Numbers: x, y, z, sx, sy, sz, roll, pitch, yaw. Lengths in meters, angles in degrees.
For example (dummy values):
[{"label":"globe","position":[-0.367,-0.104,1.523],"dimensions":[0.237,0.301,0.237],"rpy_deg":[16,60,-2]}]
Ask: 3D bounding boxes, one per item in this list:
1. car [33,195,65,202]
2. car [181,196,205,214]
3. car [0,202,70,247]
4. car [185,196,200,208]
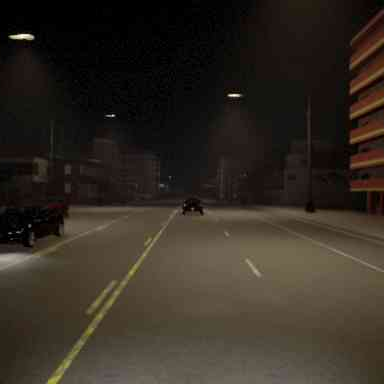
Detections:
[{"label":"car","position":[-10.558,1.141,23.909],"dimensions":[2.097,1.767,4.553],"rpy_deg":[0,1,0]},{"label":"car","position":[0.076,1.265,30.901],"dimensions":[1.812,1.442,4.674],"rpy_deg":[0,0,0]},{"label":"car","position":[-7.093,1.383,14.372],"dimensions":[1.837,1.490,4.892],"rpy_deg":[0,0,0]},{"label":"car","position":[0.066,1.252,44.788],"dimensions":[1.882,1.535,5.008],"rpy_deg":[0,-1,0]}]
